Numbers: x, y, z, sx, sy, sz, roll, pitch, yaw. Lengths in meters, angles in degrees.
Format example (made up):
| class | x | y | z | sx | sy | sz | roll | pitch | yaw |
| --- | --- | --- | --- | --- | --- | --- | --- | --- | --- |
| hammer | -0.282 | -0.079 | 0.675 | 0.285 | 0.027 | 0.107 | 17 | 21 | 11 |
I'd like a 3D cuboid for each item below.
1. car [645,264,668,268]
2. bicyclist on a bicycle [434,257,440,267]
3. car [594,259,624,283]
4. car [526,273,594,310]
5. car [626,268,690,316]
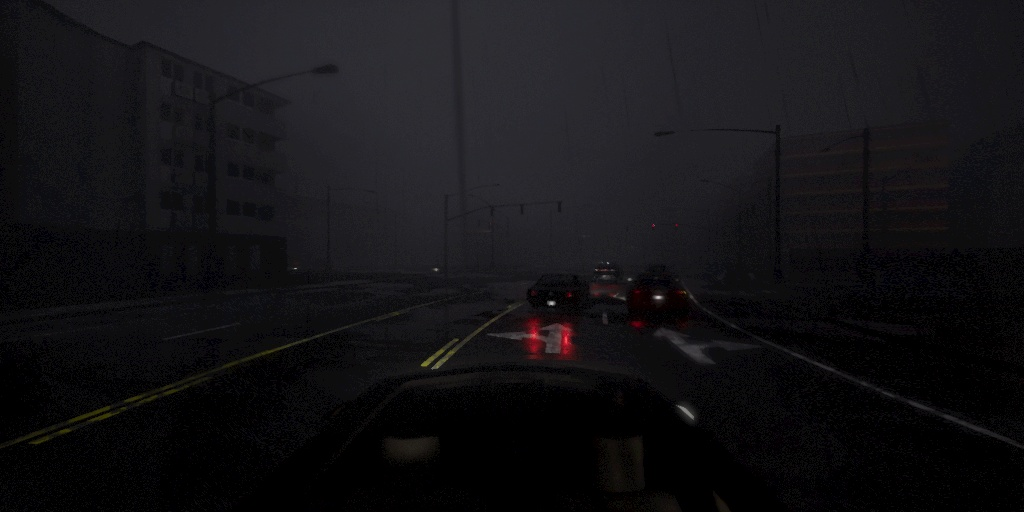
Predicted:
| class | x | y | z | sx | sy | sz | roll | pitch | yaw |
| --- | --- | --- | --- | --- | --- | --- | --- | --- | --- |
| car | 10.822 | 1.280 | 26.666 | 1.812 | 1.442 | 4.674 | 0 | 0 | 23 |
| bicyclist on a bicycle | -12.534 | 1.052 | 60.091 | 0.582 | 1.620 | 1.656 | 0 | 0 | 22 |
| car | 7.606 | 1.242 | 28.048 | 2.128 | 1.511 | 4.902 | 0 | 0 | 23 |
| car | 2.071 | 1.365 | 14.682 | 1.895 | 1.301 | 4.718 | 0 | 0 | 18 |
| car | 5.394 | 1.321 | 13.582 | 1.994 | 1.385 | 4.181 | 0 | 0 | 18 |
